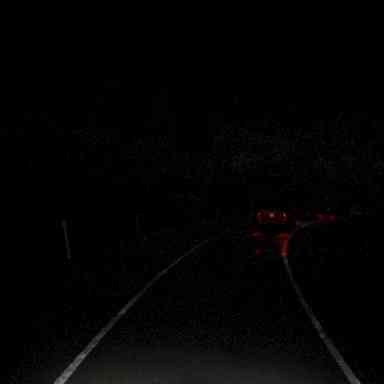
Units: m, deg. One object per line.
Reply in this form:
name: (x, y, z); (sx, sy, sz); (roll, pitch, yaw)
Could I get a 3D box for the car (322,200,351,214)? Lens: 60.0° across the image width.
car: (16.513, 1.693, 37.985); (1.812, 1.442, 4.674); (5, 4, 44)

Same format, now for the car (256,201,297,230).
car: (5.944, 1.500, 23.042); (2.097, 1.767, 4.553); (3, 1, 25)
